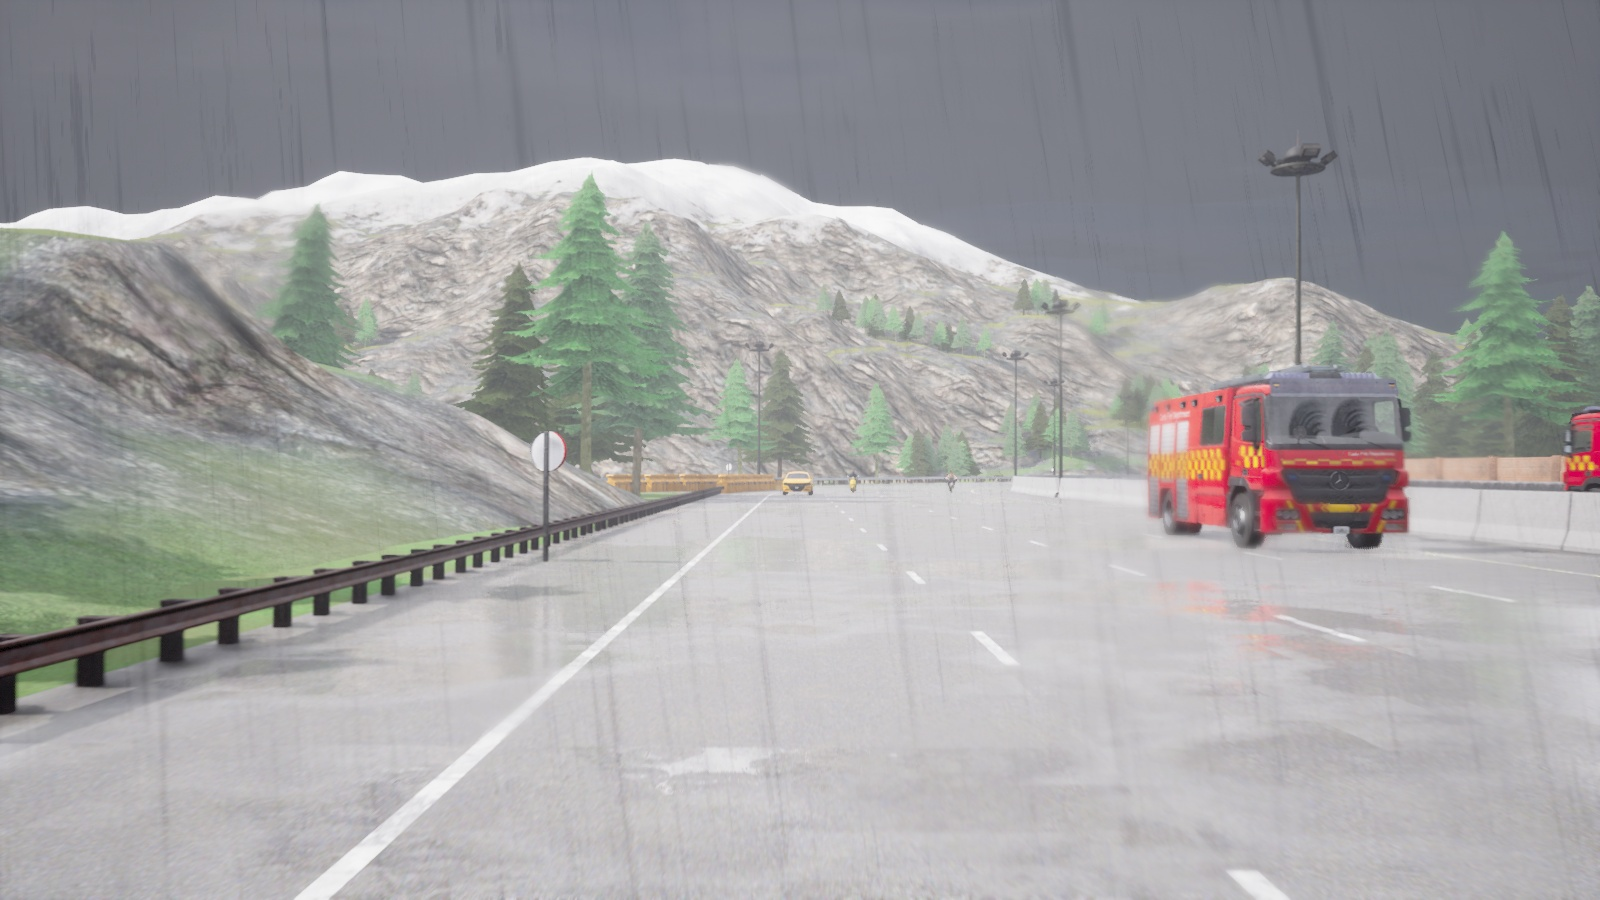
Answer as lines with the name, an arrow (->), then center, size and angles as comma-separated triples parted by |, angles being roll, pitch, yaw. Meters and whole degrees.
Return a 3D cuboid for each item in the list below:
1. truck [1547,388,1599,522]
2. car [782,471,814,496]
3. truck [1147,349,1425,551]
truck -> 24.415, 0.114, 34.321 | 2.891, 3.827, 8.468 | 0, -1, 0
car -> -0.113, 2.120, 80.998 | 1.882, 1.535, 5.008 | 0, -1, 2
truck -> 10.429, 0.069, 28.145 | 2.891, 3.827, 8.468 | 0, -1, 0
